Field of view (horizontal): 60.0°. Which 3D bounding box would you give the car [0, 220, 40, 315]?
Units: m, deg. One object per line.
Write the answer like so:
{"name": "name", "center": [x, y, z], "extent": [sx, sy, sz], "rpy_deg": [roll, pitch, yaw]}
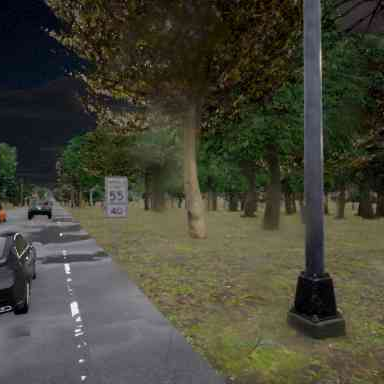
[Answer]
{"name": "car", "center": [-4.534, 1.602, 7.347], "extent": [1.837, 1.490, 4.892], "rpy_deg": [0, -1, -22]}

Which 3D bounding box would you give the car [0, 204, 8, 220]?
{"name": "car", "center": [-16.785, 1.794, 27.599], "extent": [2.097, 1.767, 4.553], "rpy_deg": [0, -1, -21]}

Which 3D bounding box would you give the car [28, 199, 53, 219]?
{"name": "car", "center": [-15.952, 1.742, 35.056], "extent": [2.150, 2.045, 5.566], "rpy_deg": [0, -1, -22]}

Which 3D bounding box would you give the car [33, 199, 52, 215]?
{"name": "car", "center": [-20.112, 1.921, 44.997], "extent": [2.150, 2.045, 5.566], "rpy_deg": [0, -1, -22]}
